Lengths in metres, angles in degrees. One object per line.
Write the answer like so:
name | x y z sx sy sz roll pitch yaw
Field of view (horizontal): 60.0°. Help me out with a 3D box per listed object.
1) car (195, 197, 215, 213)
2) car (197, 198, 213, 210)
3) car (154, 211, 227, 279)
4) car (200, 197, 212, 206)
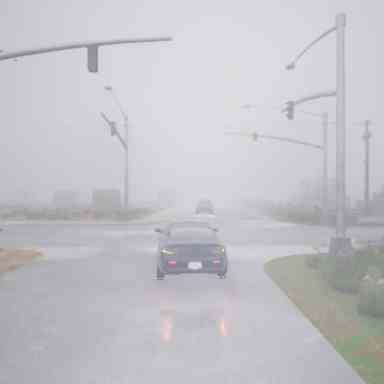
car | 1.328 1.555 34.758 2.033 1.411 5.357 0 0 3
car | 1.819 1.567 44.908 2.033 1.411 5.357 0 0 3
car | -0.137 1.538 10.025 1.812 1.442 4.674 0 0 -5
car | 2.366 1.580 55.419 2.033 1.411 5.357 0 0 3
